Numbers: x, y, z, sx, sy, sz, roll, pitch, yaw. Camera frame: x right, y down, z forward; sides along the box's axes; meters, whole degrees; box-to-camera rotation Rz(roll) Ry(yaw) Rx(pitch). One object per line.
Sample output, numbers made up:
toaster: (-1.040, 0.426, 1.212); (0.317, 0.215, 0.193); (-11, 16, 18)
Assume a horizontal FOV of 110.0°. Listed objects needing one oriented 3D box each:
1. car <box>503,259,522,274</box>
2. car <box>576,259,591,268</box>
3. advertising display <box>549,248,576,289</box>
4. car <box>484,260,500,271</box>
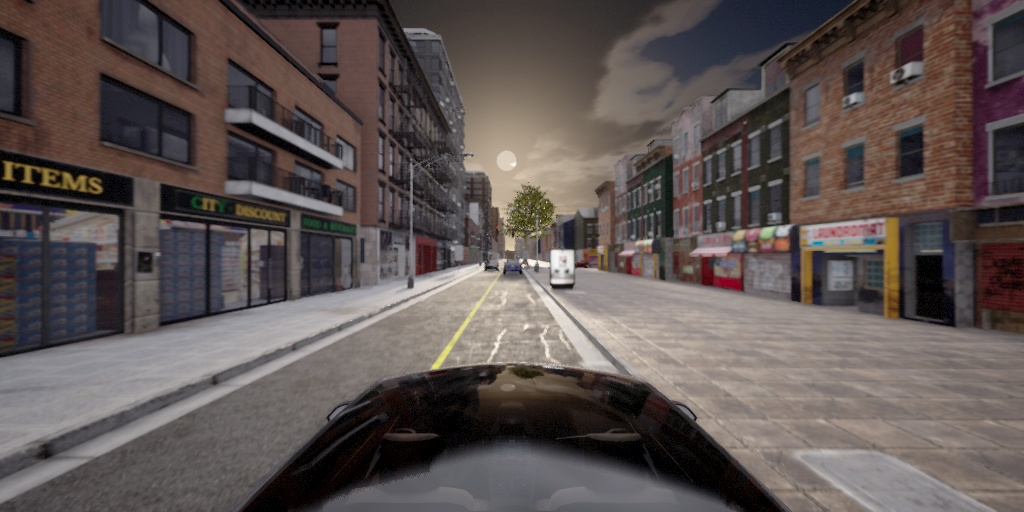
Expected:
car: (0.090, 1.098, 40.569); (2.097, 1.767, 4.553); (0, 0, 0)
car: (10.946, 1.260, 59.478); (4.097, 1.591, 1.967); (0, 0, 0)
advertising display: (3.018, 0.771, 21.510); (1.540, 2.440, 0.280); (0, 0, 0)
car: (-2.730, 1.278, 48.986); (1.837, 1.490, 4.892); (0, 0, 0)
